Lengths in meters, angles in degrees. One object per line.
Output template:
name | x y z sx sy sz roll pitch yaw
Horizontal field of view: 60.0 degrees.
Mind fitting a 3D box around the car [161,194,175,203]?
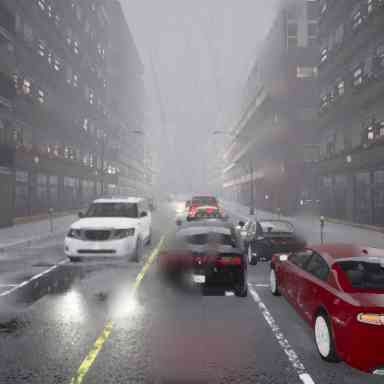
car | -5.304 1.329 68.054 2.192 1.841 5.009 1 0 0

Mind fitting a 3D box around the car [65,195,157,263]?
car | -2.752 1.224 12.330 2.150 2.045 5.566 0 0 0

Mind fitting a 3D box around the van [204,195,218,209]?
van | 2.575 1.350 45.400 1.690 1.788 3.998 1 0 0

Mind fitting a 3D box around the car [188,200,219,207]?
car | 0.823 1.459 18.734 1.801 1.575 5.366 0 0 0

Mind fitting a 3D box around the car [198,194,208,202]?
car | 2.576 1.332 79.425 2.192 1.841 5.009 1 0 0

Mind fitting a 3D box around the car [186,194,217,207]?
car | 0.823 1.230 24.574 2.150 2.045 5.566 0 0 0

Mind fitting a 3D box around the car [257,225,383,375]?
car | 2.572 1.546 5.704 1.887 1.381 4.507 1 0 0

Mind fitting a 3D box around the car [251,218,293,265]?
car | 2.572 1.553 11.375 2.008 1.369 4.403 1 0 0

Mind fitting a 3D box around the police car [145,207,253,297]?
police car | 0.434 1.426 8.799 1.930 1.638 5.238 0 0 7

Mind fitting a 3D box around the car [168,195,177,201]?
car | -5.307 1.586 90.737 1.947 1.339 4.313 1 0 0
